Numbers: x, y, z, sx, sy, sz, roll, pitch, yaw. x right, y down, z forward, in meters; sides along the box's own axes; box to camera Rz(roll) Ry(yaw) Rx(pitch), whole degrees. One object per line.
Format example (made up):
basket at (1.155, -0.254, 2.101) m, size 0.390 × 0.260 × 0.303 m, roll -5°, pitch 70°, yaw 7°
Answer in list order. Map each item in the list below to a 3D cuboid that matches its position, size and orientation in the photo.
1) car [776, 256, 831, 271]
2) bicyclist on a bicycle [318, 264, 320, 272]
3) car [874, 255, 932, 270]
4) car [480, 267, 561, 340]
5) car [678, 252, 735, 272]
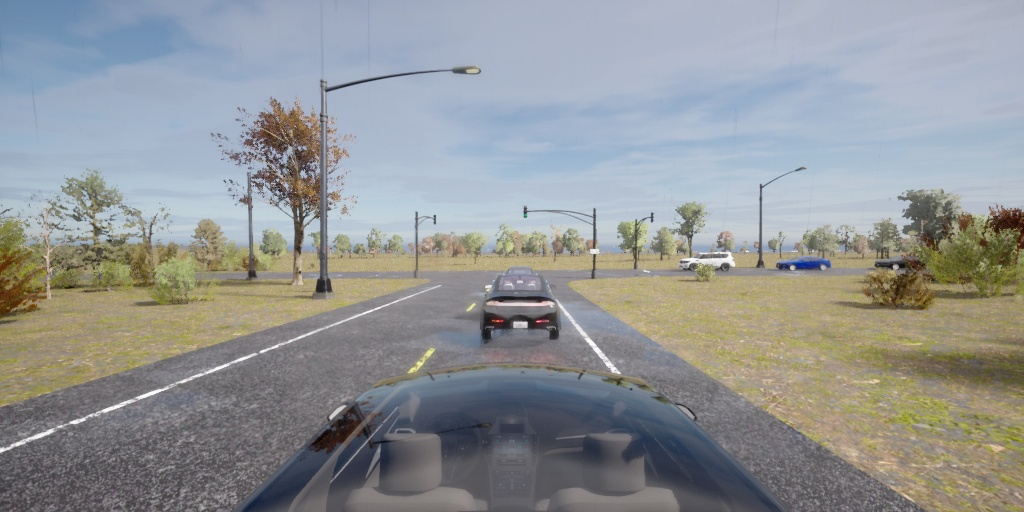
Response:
car at (31.545, 0.776, 38.908) m, size 5.008 × 1.535 × 1.882 m, roll -1°, pitch 1°, yaw 5°
bicyclist on a bicycle at (-25.343, 1.326, 47.868) m, size 0.582 × 1.620 × 1.656 m, roll -1°, pitch 0°, yaw 5°
car at (41.568, 0.671, 38.012) m, size 5.008 × 1.535 × 1.882 m, roll -1°, pitch 1°, yaw 5°
car at (0.220, 1.235, 9.969) m, size 2.128 × 1.511 × 4.902 m, roll 0°, pitch 0°, yaw 1°
car at (21.548, 0.629, 39.791) m, size 5.566 × 2.045 × 2.150 m, roll -1°, pitch 1°, yaw 5°
